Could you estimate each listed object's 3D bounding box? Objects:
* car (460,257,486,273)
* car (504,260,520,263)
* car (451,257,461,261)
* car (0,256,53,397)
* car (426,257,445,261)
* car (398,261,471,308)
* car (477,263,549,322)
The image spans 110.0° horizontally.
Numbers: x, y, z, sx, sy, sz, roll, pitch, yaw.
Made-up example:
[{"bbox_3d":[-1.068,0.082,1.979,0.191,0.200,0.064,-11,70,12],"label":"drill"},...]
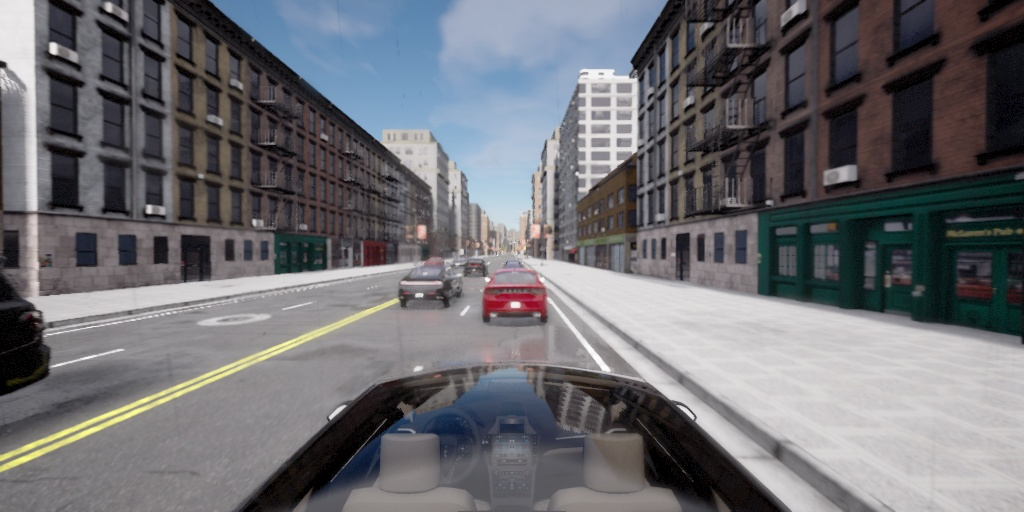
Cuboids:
[{"bbox_3d":[-3.150,0.989,32.027,1.837,1.490,4.892,0,-1,0],"label":"car"},{"bbox_3d":[0.100,1.051,32.220,1.994,1.385,4.181,0,0,0],"label":"car"},{"bbox_3d":[-6.584,0.866,45.934,2.128,1.511,4.902,0,0,0],"label":"car"},{"bbox_3d":[-6.603,0.970,1.894,2.150,2.045,5.566,0,0,0],"label":"car"},{"bbox_3d":[-9.835,0.852,45.871,1.882,1.535,5.008,0,0,0],"label":"car"},{"bbox_3d":[-3.152,1.126,14.625,2.128,1.511,4.902,0,0,0],"label":"car"},{"bbox_3d":[0.099,1.139,11.884,1.882,1.535,5.008,0,0,0],"label":"car"}]
